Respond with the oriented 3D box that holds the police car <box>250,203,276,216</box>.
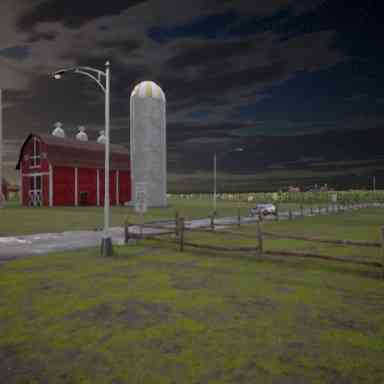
[{"bbox_3d":[8.891,2.155,41.292,2.038,1.542,4.974,-1,-1,35],"label":"police car"}]
